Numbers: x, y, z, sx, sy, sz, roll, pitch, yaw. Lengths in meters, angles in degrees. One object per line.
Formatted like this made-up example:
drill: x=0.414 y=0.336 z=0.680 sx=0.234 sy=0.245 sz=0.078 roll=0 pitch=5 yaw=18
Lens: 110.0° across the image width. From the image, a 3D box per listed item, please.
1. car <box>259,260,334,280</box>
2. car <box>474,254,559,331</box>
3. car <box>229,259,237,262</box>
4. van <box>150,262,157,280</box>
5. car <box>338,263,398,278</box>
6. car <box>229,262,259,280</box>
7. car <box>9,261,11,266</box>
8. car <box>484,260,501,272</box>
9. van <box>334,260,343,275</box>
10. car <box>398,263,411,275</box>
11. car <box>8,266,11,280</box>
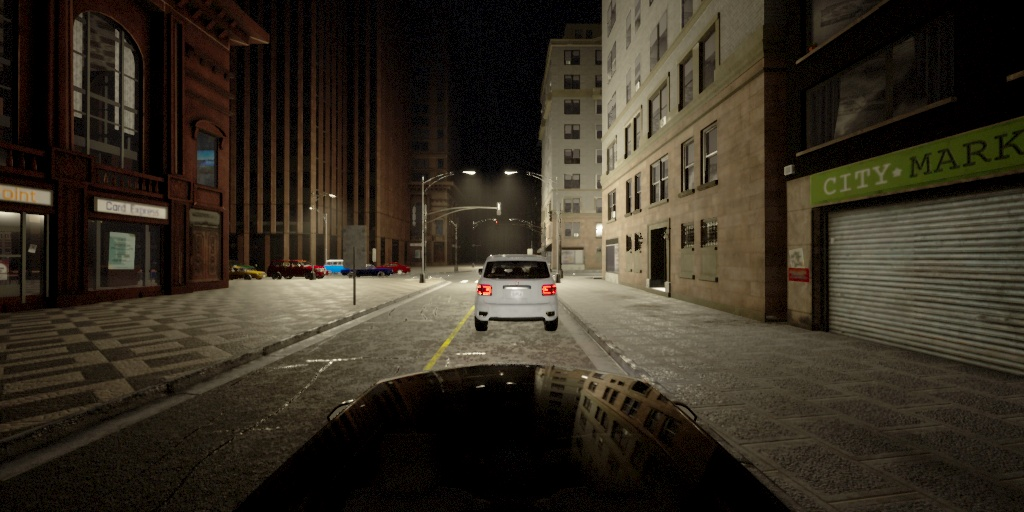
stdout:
car: x=-19.609 y=1.273 z=32.785 sx=5.009 sy=1.841 sz=2.192 roll=0 pitch=0 yaw=0
car: x=0.104 y=0.974 z=11.090 sx=2.150 sy=2.045 sz=5.566 roll=0 pitch=0 yaw=0
car: x=-28.415 y=1.294 z=35.396 sx=5.566 sy=2.045 sz=2.150 roll=0 pitch=0 yaw=0
van: x=-30.857 y=1.435 z=32.831 sx=3.998 sy=1.789 sz=1.690 roll=0 pitch=0 yaw=0
car: x=-14.131 y=1.506 z=35.335 sx=4.718 sy=1.301 sz=1.895 roll=-1 pitch=0 yaw=0
car: x=-25.063 y=1.552 z=32.807 sx=4.829 sy=1.417 sz=1.751 roll=0 pitch=0 yaw=0
car: x=-49.353 y=1.546 z=35.576 sx=5.566 sy=2.045 sz=2.150 roll=-1 pitch=0 yaw=0
car: x=-2.535 y=1.281 z=46.487 sx=1.812 sy=1.442 sz=4.674 roll=0 pitch=0 yaw=-8
van: x=-19.584 y=1.340 z=41.311 sx=3.998 sy=1.789 sz=1.690 roll=0 pitch=0 yaw=0
car: x=-13.960 y=1.477 z=41.288 sx=4.507 sy=1.381 sz=1.888 roll=0 pitch=0 yaw=0
car: x=-47.730 y=1.849 z=32.898 sx=4.403 sy=1.370 sz=2.007 roll=0 pitch=0 yaw=0
